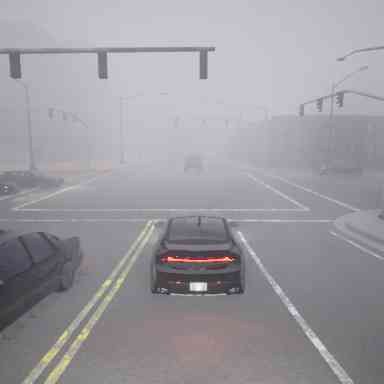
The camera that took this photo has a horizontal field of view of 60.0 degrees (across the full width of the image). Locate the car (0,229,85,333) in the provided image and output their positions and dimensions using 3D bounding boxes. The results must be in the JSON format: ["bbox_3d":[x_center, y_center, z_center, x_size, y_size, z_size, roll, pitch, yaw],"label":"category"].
[{"bbox_3d":[-3.479,1.403,5.505,2.033,1.411,5.357,0,3,2],"label":"car"}]

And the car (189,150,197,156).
[{"bbox_3d":[0.288,-10.453,89.592,2.033,1.411,5.357,0,8,0],"label":"car"}]

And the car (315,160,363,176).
[{"bbox_3d":[15.668,-2.657,35.554,4.553,1.767,2.097,0,8,0],"label":"car"}]

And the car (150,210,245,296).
[{"bbox_3d":[0.116,1.200,8.071,1.837,1.490,4.892,0,4,0],"label":"car"}]

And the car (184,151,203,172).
[{"bbox_3d":[0.190,-3.741,42.045,2.150,2.045,5.566,1,8,3],"label":"car"}]

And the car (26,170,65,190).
[{"bbox_3d":[-12.610,-0.932,25.324,5.357,1.411,2.033,0,8,-3],"label":"car"}]

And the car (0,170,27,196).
[{"bbox_3d":[-13.859,-0.435,21.697,4.892,1.490,1.837,0,8,1],"label":"car"}]
